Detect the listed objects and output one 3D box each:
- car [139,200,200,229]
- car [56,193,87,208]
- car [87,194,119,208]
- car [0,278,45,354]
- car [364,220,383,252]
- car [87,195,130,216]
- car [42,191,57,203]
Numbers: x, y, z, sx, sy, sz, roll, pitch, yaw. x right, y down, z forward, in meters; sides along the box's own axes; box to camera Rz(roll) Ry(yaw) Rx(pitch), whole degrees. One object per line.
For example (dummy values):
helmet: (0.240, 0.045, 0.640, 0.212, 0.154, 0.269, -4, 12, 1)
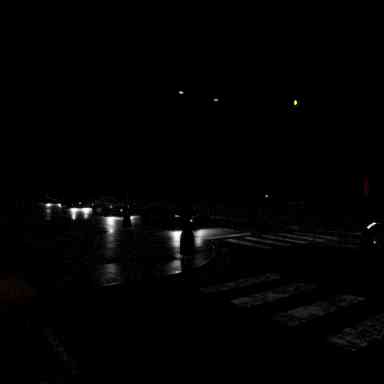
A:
car: (-1.464, 1.227, 19.728, 1.812, 1.442, 4.674, 0, 1, -37)
car: (-12.433, 0.921, 35.071, 1.994, 1.385, 4.181, 0, 1, -36)
car: (-9.978, 0.956, 37.142, 1.895, 1.301, 4.718, 0, 1, -36)
car: (-4.280, 1.525, 3.608, 4.829, 1.417, 1.752, 0, 0, -35)
car: (8.448, 1.294, 11.373, 2.097, 1.767, 4.553, 0, 1, -36)
car: (-6.675, 1.060, 27.020, 1.812, 1.442, 4.674, 0, 1, -35)
car: (-18.401, 0.682, 43.564, 1.837, 1.490, 4.892, 0, 1, -32)
